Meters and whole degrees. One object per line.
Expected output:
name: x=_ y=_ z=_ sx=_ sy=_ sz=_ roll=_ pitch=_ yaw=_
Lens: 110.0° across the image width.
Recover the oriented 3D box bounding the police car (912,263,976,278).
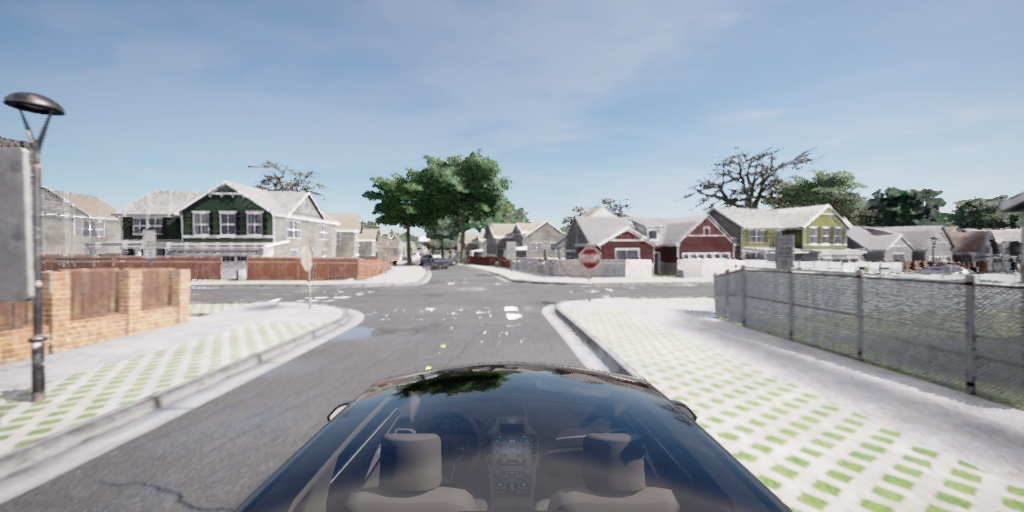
police car: x=34.616 y=1.414 z=28.866 sx=4.974 sy=1.542 sz=2.038 roll=0 pitch=1 yaw=-18

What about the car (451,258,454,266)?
car: x=-11.118 y=0.962 z=60.782 sx=2.128 sy=1.511 sz=4.902 roll=-1 pitch=0 yaw=-19

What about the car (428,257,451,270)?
car: x=-9.372 y=1.121 z=46.262 sx=1.994 sy=1.385 sz=4.181 roll=-1 pitch=0 yaw=-16
